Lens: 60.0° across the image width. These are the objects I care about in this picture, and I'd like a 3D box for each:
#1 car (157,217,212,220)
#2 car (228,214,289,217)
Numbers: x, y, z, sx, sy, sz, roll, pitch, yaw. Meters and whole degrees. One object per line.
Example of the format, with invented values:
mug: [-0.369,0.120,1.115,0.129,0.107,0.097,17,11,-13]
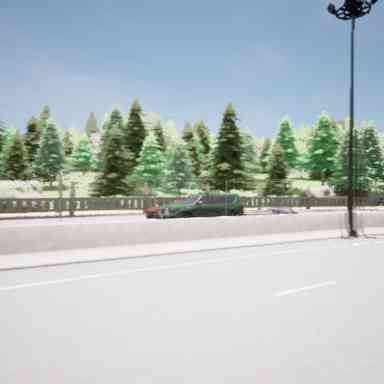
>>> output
car: [0.666,1.091,20.625,5.566,2.045,2.150,0,0,-28]
car: [4.391,1.521,18.659,4.718,1.301,1.895,0,0,-27]
